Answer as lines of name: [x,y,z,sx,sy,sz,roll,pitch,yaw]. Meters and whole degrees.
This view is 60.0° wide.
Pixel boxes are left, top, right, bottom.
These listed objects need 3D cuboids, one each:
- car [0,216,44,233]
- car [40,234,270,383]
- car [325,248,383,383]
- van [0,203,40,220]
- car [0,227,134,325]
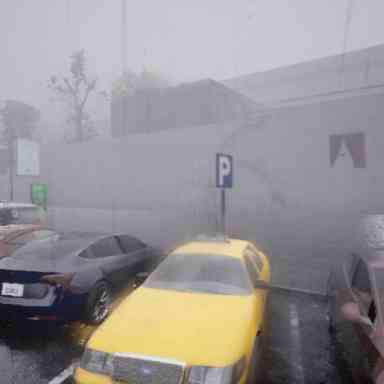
car: [-4.543,1.601,9.028,2.002,1.452,4.674,0,-1,15]
car: [0.279,1.511,5.386,1.946,1.575,5.366,0,-1,15]
car: [2.747,1.518,3.804,2.163,1.488,4.792,0,-1,16]
van: [-6.990,1.350,10.650,1.878,1.987,4.442,0,-1,15]
car: [-2.105,1.574,7.329,2.163,1.488,4.792,0,-1,15]
